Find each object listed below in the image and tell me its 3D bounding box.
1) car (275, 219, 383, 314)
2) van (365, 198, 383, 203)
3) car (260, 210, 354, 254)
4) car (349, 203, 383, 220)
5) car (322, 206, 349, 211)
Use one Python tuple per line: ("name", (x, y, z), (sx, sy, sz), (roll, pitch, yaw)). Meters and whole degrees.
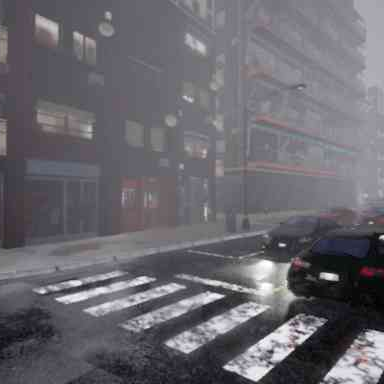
("car", (3.895, 1.568, 7.786), (1.994, 1.385, 4.181), (-1, -1, 41))
("van", (16.637, 1.424, 29.637), (1.690, 1.788, 3.998), (0, 0, 43))
("car", (4.341, 1.595, 12.602), (1.994, 1.385, 4.181), (-1, 0, 42))
("car", (11.735, 1.611, 20.795), (1.994, 1.385, 4.181), (-1, 0, 43))
("car", (9.410, 1.611, 21.952), (1.887, 1.381, 4.507), (0, 0, 42))
